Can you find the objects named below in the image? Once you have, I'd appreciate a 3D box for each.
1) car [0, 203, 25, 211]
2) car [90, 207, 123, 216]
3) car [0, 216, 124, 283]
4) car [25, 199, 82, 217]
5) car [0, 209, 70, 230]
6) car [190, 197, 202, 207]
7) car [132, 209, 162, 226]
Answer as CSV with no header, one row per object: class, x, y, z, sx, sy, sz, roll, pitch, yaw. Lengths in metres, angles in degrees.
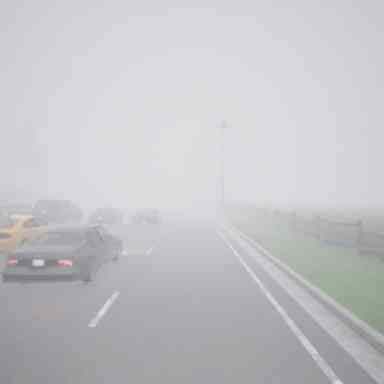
car,-13.953,1.733,27.154,2.097,1.767,4.553,0,-1,1
car,-6.953,1.949,27.302,1.994,1.385,4.181,0,-1,1
car,-3.475,1.691,10.067,2.033,1.411,5.357,0,-1,0
car,-10.463,1.591,26.133,2.150,2.045,5.566,0,-1,0
car,-6.945,1.667,13.437,1.882,1.535,5.008,0,0,1
car,1.123,2.354,71.501,2.097,1.767,4.553,0,-1,0
car,-3.459,1.975,26.624,1.895,1.301,4.718,0,-1,0
